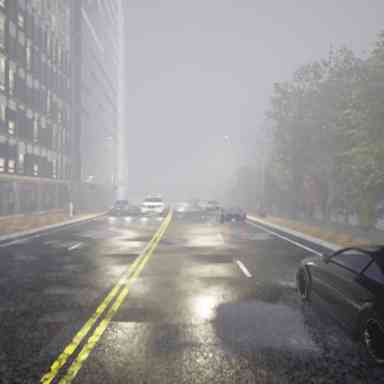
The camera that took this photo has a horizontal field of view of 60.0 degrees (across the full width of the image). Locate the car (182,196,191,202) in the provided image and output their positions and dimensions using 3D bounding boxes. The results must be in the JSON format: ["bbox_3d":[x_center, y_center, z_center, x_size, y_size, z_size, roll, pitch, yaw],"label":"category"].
[{"bbox_3d":[-1.667,2.012,94.970,2.128,1.511,4.902,0,0,-6],"label":"car"}]

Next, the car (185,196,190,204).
[{"bbox_3d":[0.323,1.915,72.977,2.163,1.488,4.792,0,0,-5],"label":"car"}]

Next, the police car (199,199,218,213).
[{"bbox_3d":[2.350,1.740,39.841,2.038,1.542,4.974,0,0,-3],"label":"police car"}]

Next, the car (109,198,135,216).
[{"bbox_3d":[-7.311,1.566,34.837,2.097,1.767,4.553,0,0,-2],"label":"car"}]

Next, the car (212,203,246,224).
[{"bbox_3d":[2.930,1.756,26.234,1.895,1.301,4.718,0,0,-2],"label":"car"}]

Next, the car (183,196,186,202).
[{"bbox_3d":[-0.607,2.014,83.964,2.033,1.411,5.357,0,0,-5],"label":"car"}]

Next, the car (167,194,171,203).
[{"bbox_3d":[-6.535,1.835,77.089,2.033,1.411,5.357,0,0,-5],"label":"car"}]

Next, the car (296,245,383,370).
[{"bbox_3d":[3.307,1.598,5.746,1.994,1.385,4.181,0,0,0],"label":"car"}]

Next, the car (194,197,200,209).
[{"bbox_3d":[1.803,1.822,50.884,1.812,1.442,4.674,0,0,-3],"label":"car"}]

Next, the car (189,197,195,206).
[{"bbox_3d":[1.128,1.902,61.919,2.033,1.411,5.357,0,0,-4],"label":"car"}]

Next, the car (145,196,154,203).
[{"bbox_3d":[-9.773,1.797,76.816,1.837,1.490,4.892,0,0,-5],"label":"car"}]

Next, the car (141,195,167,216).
[{"bbox_3d":[-4.076,1.435,35.338,2.150,2.045,5.566,0,0,-2],"label":"car"}]
